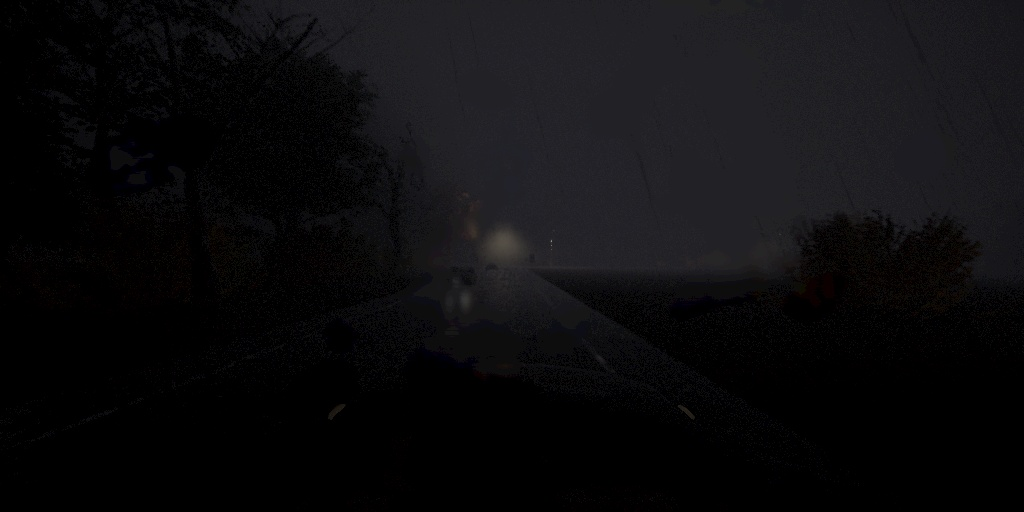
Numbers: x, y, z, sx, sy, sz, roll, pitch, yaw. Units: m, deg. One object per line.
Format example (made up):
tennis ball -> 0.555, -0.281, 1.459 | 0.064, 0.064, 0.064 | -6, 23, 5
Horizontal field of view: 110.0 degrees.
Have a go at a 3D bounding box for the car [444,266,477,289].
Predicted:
car -> -3.596, 1.479, 25.827 | 2.128, 1.511, 4.902 | 0, -1, 0

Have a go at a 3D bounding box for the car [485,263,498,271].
car -> -3.497, 1.881, 61.991 | 1.994, 1.385, 4.181 | 0, 0, 0
